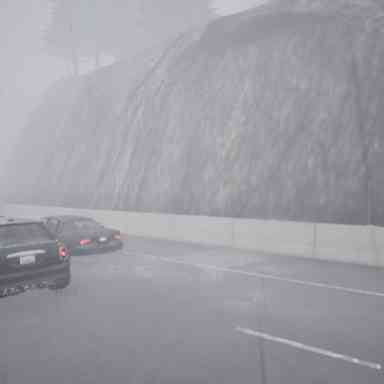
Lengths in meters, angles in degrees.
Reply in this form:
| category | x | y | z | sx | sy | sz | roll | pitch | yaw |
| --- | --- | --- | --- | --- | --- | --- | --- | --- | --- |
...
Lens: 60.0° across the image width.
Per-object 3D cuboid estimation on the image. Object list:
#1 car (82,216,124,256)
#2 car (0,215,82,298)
| category | x | y | z | sx | sy | sz | roll | pitch | yaw |
| --- | --- | --- | --- | --- | --- | --- | --- | --- | --- |
| car | -4.795 | 1.570 | 12.292 | 5.357 | 1.411 | 2.033 | 0 | 0 | 40 |
| car | -4.916 | 1.365 | 7.919 | 4.553 | 1.767 | 2.097 | 0 | 0 | 39 |
